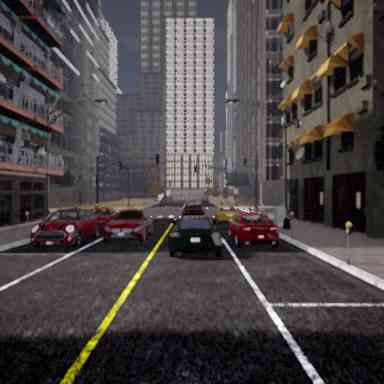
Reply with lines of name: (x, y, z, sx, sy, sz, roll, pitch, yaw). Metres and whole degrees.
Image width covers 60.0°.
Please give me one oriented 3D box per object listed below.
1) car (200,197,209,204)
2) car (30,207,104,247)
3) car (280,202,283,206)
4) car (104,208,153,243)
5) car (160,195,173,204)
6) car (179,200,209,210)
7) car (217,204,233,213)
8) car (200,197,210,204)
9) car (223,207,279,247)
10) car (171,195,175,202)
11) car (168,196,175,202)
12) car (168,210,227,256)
car: (2.758, 1.889, 75.529, 1.752, 1.417, 4.829, -1, 0, 0)
car: (-5.685, 1.512, 15.250, 1.967, 1.590, 4.097, -1, 0, 0)
car: (14.297, 1.476, 45.388, 4.507, 1.381, 1.887, -1, 1, 0)
car: (-3.067, 1.605, 16.779, 1.812, 1.442, 4.674, 0, 0, 0)
car: (-5.628, 1.880, 69.809, 1.887, 1.381, 4.507, -1, 0, 0)
car: (0.102, 1.629, 26.096, 1.837, 1.490, 4.892, 0, 0, -1)
car: (2.708, 1.651, 26.444, 1.752, 1.417, 4.829, -1, 0, 0)
car: (2.751, 1.776, 69.800, 1.967, 1.590, 4.097, -1, 0, 0)
car: (2.697, 1.617, 15.227, 1.887, 1.381, 4.507, -1, 0, 0)
car: (-5.624, 1.678, 75.370, 2.192, 1.841, 5.009, -1, 0, 0)
car: (-5.606, 1.970, 91.877, 1.752, 1.417, 4.829, -1, 0, 0)
car: (0.114, 1.627, 13.459, 1.994, 1.385, 4.181, 0, 0, 0)
